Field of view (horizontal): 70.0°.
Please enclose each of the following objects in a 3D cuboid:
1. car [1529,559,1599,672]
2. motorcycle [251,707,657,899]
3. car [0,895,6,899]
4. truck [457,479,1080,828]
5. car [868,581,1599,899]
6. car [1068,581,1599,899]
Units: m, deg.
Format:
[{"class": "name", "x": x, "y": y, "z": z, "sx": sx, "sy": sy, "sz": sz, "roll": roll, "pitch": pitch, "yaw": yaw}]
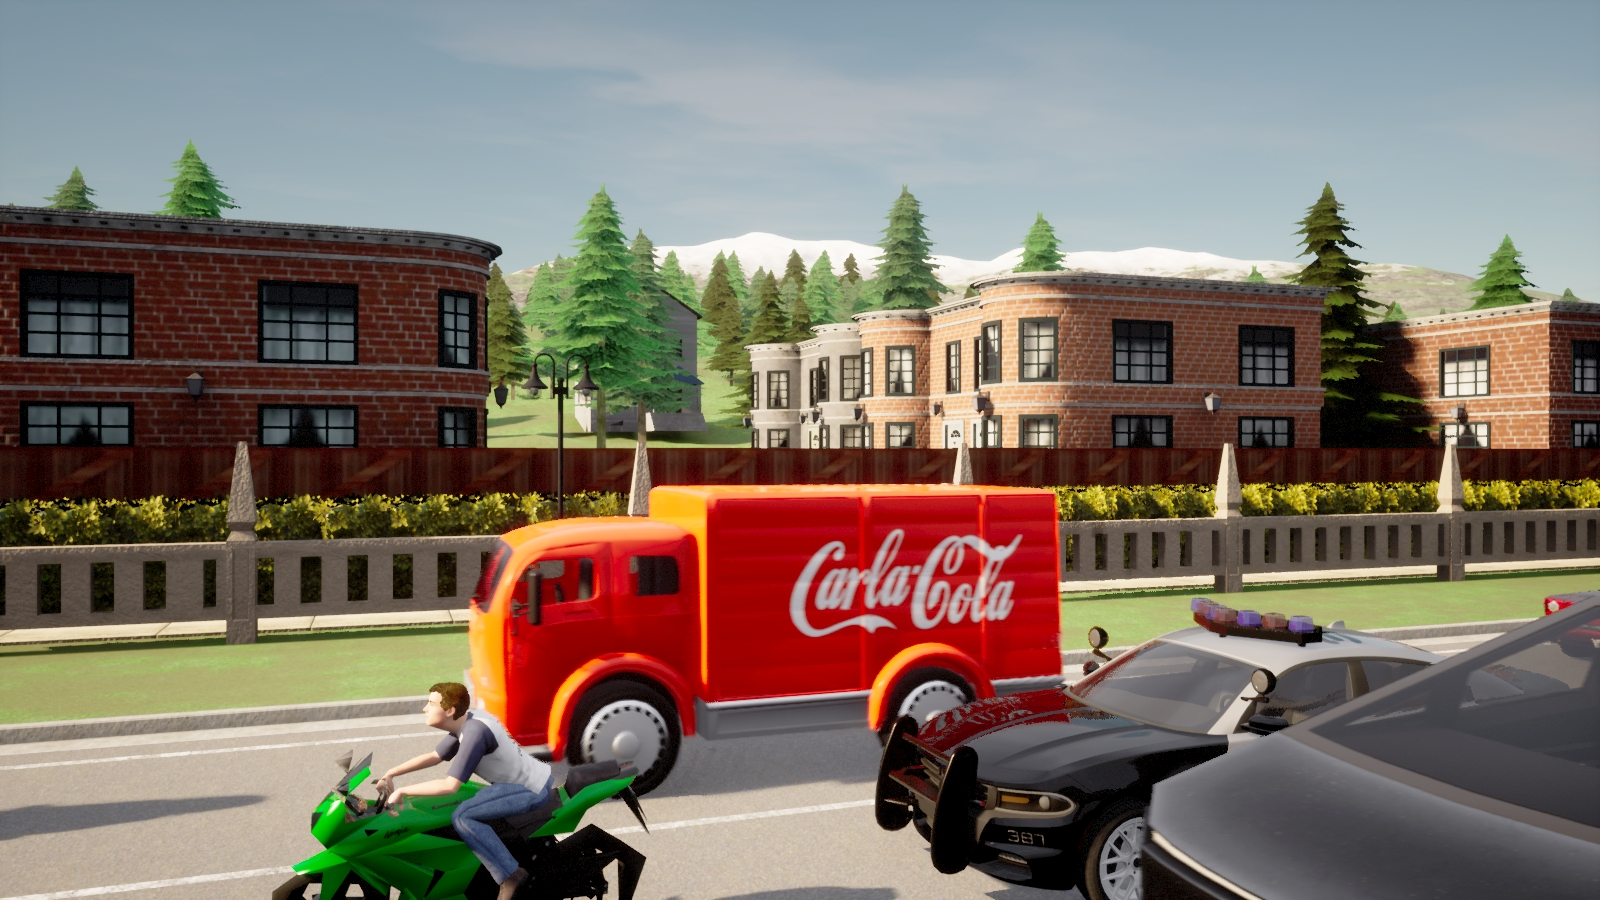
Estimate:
[{"class": "car", "x": 12.310, "y": 2.155, "z": 15.228, "sx": 4.718, "sy": 1.301, "sz": 1.895, "roll": 0, "pitch": 0, "yaw": -20}, {"class": "motorcycle", "x": -1.880, "y": 2.186, "z": 6.339, "sx": 2.033, "sy": 1.199, "sz": 0.803, "roll": 0, "pitch": 0, "yaw": -20}, {"class": "car", "x": -4.025, "y": 2.066, "z": 1.836, "sx": 4.193, "sy": 1.474, "sz": 1.816, "roll": 0, "pitch": 0, "yaw": -20}, {"class": "truck", "x": -0.383, "y": 1.565, "z": 10.615, "sx": 5.204, "sy": 2.467, "sz": 2.627, "roll": 0, "pitch": 0, "yaw": -20}, {"class": "car", "x": 3.312, "y": 1.982, "z": 8.229, "sx": 5.238, "sy": 1.638, "sz": 2.097, "roll": 0, "pitch": 0, "yaw": -20}, {"class": "car", "x": 4.529, "y": 1.754, "z": 4.947, "sx": 6.274, "sy": 2.098, "sz": 2.390, "roll": 0, "pitch": 0, "yaw": -20}]
